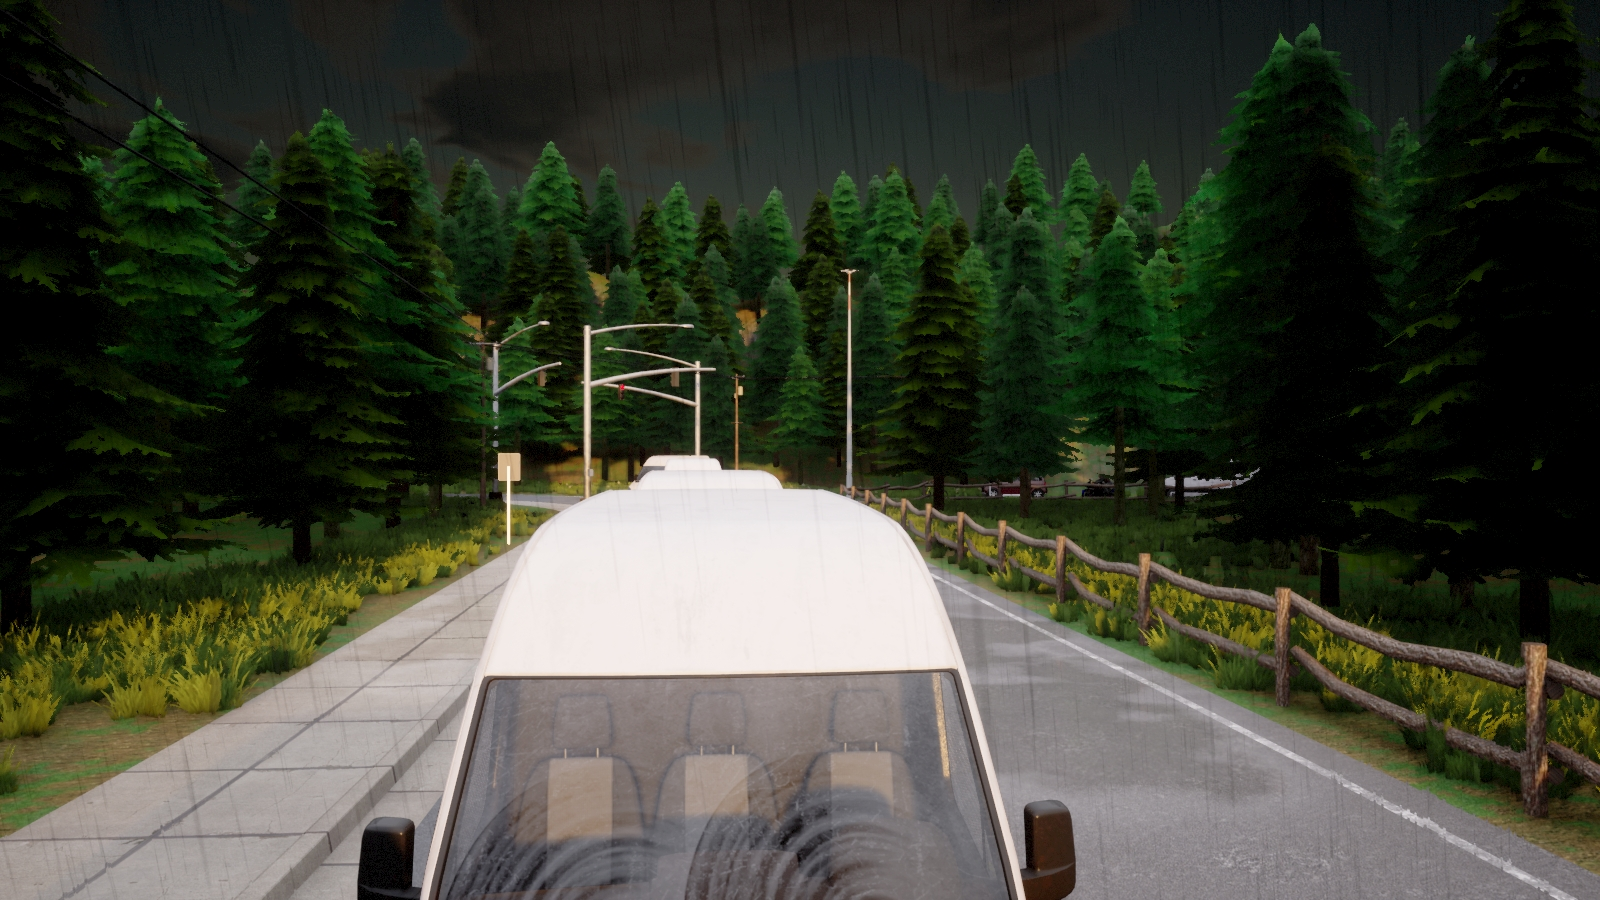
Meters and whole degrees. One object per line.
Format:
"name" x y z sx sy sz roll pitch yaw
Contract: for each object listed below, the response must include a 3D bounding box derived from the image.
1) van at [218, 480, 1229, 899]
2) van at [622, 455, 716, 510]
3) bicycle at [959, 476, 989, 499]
"van" -0.355 1.499 5.199 1.988 2.561 5.915 0 0 -5
"van" -6.330 1.515 56.003 1.988 2.561 5.915 0 0 22
"bicycle" 9.928 2.158 65.242 1.487 1.276 0.859 0 0 -6
